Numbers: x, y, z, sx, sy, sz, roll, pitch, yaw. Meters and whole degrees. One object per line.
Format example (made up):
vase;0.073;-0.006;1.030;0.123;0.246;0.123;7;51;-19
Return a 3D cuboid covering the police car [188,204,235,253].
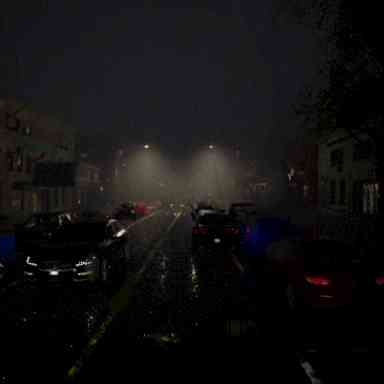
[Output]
police car;0.896;1.543;14.461;1.930;1.638;5.238;0;0;0

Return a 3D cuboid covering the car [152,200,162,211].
car;-5.707;1.954;46.356;1.802;1.307;4.206;-1;0;0

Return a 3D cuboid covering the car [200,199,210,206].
car;2.666;2.130;68.554;1.802;1.307;4.206;-1;0;0

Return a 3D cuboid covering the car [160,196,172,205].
car;-5.719;1.908;74.099;2.192;1.841;5.009;-1;0;0

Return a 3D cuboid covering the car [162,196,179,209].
car;-3.017;1.858;52.069;2.128;1.511;4.902;0;0;0

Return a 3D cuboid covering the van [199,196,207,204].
van;2.660;1.977;79.652;1.690;1.788;3.998;-1;0;0

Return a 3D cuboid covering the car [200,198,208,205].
car;2.664;2.119;74.273;1.752;1.417;4.829;-1;0;0

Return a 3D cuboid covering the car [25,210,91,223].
car;-5.697;1.547;13.069;1.967;1.590;4.097;-1;0;0

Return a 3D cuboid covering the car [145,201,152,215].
car;-5.703;1.829;35.261;1.887;1.381;4.507;-1;0;0

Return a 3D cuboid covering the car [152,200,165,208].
car;-5.711;2.043;57.453;1.802;1.307;4.206;-1;0;0

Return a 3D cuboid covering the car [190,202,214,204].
car;0.893;1.702;24.350;1.837;1.490;4.892;0;0;0

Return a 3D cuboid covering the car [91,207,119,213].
car;-5.698;1.696;18.616;1.887;1.381;4.507;-1;0;0

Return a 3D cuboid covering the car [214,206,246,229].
car;2.681;1.777;24.169;1.802;1.307;4.206;-1;0;0

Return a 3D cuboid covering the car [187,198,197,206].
car;-0.022;2.008;65.967;1.882;1.535;5.008;0;0;0

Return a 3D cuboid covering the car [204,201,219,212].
car;2.673;1.938;46.362;1.947;1.339;4.313;-1;0;0

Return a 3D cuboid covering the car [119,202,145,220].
car;-5.703;1.680;29.713;1.967;1.590;4.097;-1;0;0

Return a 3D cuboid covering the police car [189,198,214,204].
police car;0.890;1.671;30.461;1.930;1.638;5.238;0;0;0

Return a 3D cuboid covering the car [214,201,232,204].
car;2.680;1.466;18.623;2.192;1.841;5.009;-1;0;0

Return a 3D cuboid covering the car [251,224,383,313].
car;2.686;1.644;7.524;1.802;1.307;4.206;-1;0;0

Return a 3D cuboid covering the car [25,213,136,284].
car;-3.103;1.586;9.906;1.837;1.490;4.892;0;0;0

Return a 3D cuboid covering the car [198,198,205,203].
car;2.658;2.250;90.917;1.752;1.417;4.829;-1;0;0

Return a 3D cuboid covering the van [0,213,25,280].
van;-5.697;1.403;7.521;1.690;1.788;3.998;-1;0;0

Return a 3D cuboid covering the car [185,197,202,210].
car;-0.009;1.889;49.444;2.128;1.511;4.902;0;0;0

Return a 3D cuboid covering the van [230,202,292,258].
van;2.682;1.447;13.074;1.690;1.788;3.998;-1;0;0
